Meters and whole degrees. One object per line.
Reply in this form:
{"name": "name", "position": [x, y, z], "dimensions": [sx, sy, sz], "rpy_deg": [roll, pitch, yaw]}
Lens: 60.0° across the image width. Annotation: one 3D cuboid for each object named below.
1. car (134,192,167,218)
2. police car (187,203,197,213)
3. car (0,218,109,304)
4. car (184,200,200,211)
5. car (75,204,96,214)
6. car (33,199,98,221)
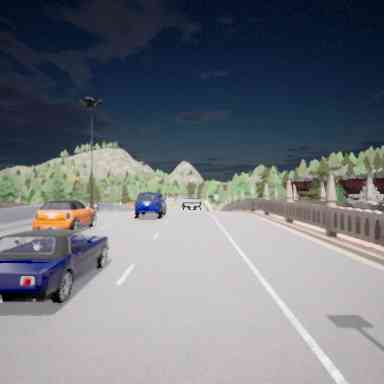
{"name": "car", "position": [-3.389, 1.029, 27.800], "dimensions": [2.150, 2.045, 5.566], "rpy_deg": [0, 0, 0]}
{"name": "police car", "position": [0.001, 3.134, 63.650], "dimensions": [1.930, 1.638, 5.238], "rpy_deg": [0, -6, 0]}
{"name": "car", "position": [-3.401, 1.542, 7.953], "dimensions": [1.895, 1.301, 4.718], "rpy_deg": [0, 0, 0]}
{"name": "car", "position": [0.000, 0.972, 31.161], "dimensions": [2.128, 1.511, 4.902], "rpy_deg": [0, -1, 0]}
{"name": "car", "position": [-17.547, 2.768, 54.909], "dimensions": [1.812, 1.442, 4.674], "rpy_deg": [0, -6, 0]}
{"name": "car", "position": [-6.900, 1.215, 18.503], "dimensions": [2.097, 1.767, 4.553], "rpy_deg": [0, 0, 0]}
